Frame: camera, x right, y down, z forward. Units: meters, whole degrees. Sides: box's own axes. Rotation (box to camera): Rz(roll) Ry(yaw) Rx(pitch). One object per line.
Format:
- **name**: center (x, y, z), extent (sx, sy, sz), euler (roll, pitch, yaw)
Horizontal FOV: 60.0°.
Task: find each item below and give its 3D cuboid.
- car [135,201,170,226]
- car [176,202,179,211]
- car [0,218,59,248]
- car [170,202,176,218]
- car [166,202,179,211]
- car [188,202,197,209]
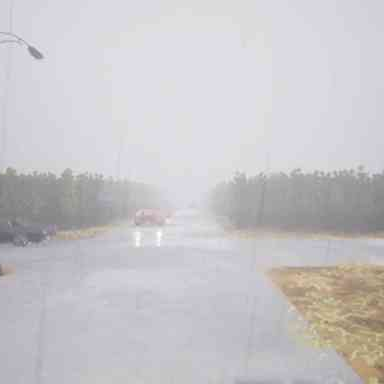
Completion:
- **car**: center (-3.165, 1.651, 26.222), extent (2.097, 1.767, 4.553), euler (0, -1, 0)
- **car**: center (-3.134, 2.047, 44.022), extent (1.994, 1.385, 4.181), euler (0, -1, 0)
- **car**: center (-8.981, 1.884, 15.706), extent (4.718, 1.301, 1.895), euler (0, -1, 0)
- **car**: center (-3.153, 1.735, 34.991), extent (2.097, 1.767, 4.553), euler (0, 0, 0)
- **car**: center (-3.103, 2.322, 54.300), extent (1.812, 1.442, 4.674), euler (0, -2, 0)
- **car**: center (0.185, 2.716, 69.228), extent (2.033, 1.411, 5.357), euler (0, -1, 0)
